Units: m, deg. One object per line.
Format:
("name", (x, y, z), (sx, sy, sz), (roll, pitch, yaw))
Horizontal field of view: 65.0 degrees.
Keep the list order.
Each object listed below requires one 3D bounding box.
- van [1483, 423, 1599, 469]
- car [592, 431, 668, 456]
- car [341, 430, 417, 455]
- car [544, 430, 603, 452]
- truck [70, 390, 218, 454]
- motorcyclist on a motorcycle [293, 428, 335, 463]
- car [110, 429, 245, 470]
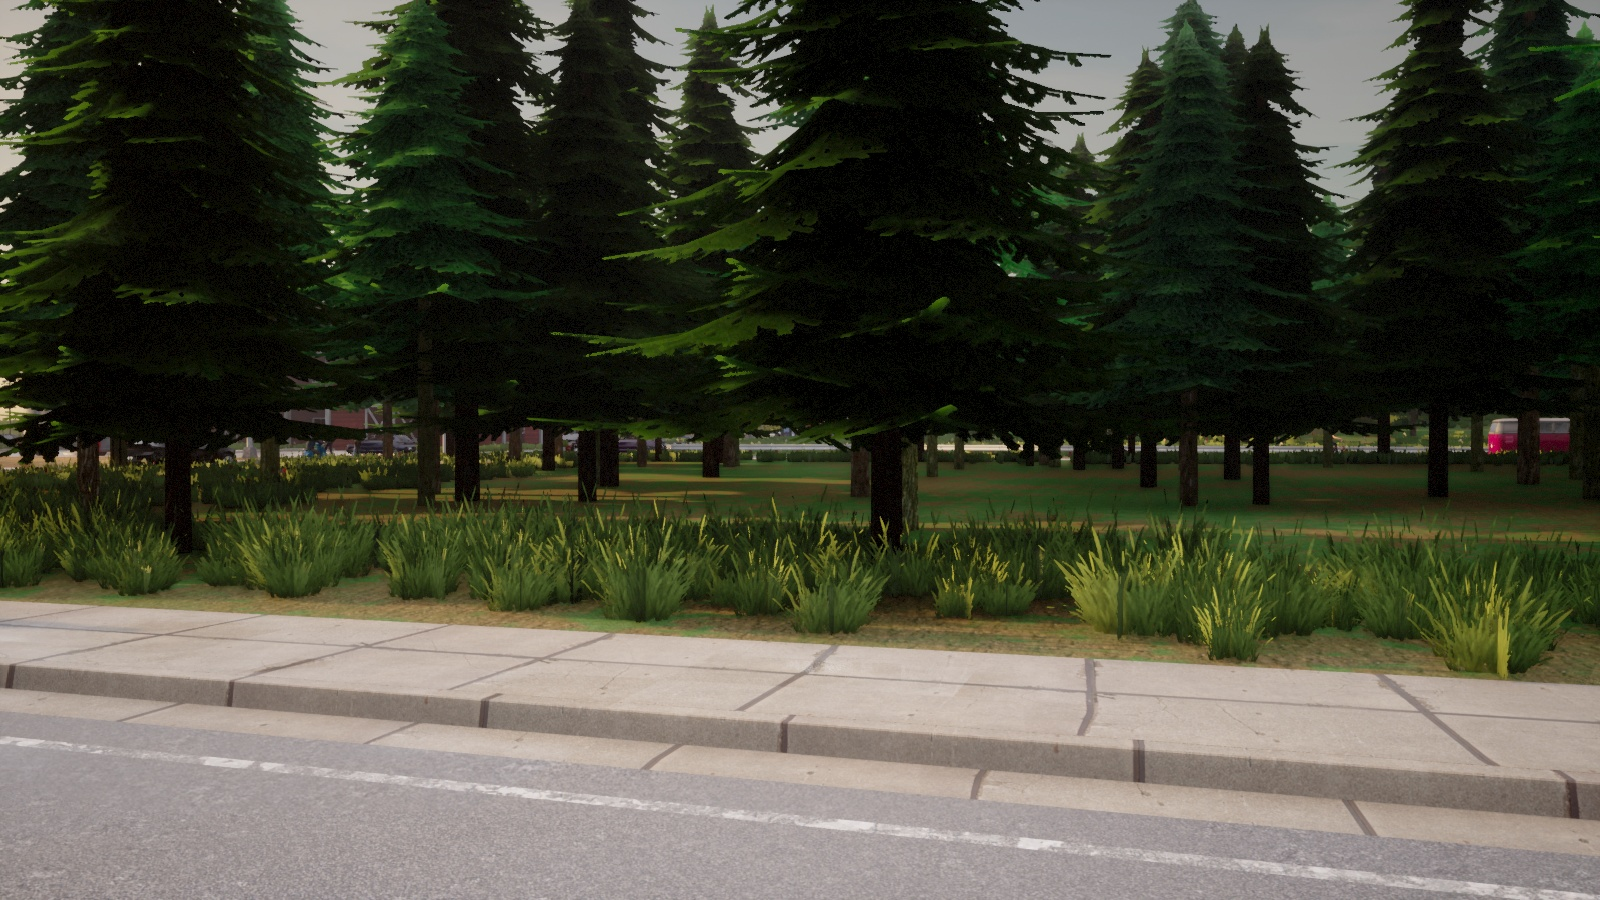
("van", (33.020, -0.189, 55.749), (4.442, 1.987, 1.775), (1, 1, 19))
("car", (-10.358, -0.420, 76.492), (4.193, 1.474, 1.816), (0, 1, 17))
("car", (-25.935, -0.495, 77.394), (4.193, 1.474, 1.816), (1, 1, 16))
("car", (-16.113, -0.642, 89.604), (2.163, 1.488, 4.792), (1, 1, 17))
("truck", (-40.800, -1.746, 78.091), (8.468, 3.827, 2.891), (0, 1, 16))
("motorcyclist on a motorcycle", (-22.386, -0.204, 57.883), (0.866, 1.590, 1.817), (1, 1, 17))
("car", (-24.790, -0.066, 50.212), (1.882, 1.535, 5.008), (1, 1, 17))
